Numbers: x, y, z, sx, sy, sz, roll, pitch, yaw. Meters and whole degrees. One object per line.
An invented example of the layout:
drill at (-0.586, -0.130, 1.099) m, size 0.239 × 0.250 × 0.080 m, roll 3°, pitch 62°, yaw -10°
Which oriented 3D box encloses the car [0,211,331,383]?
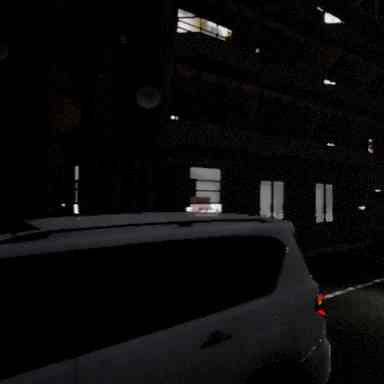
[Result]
car at (-1.262, 1.225, 2.478) m, size 5.566 × 2.045 × 2.150 m, roll 1°, pitch 0°, yaw -36°

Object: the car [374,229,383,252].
car at (8.741, 1.590, 12.765) m, size 4.313 × 1.339 × 1.947 m, roll 0°, pitch 1°, yaw -35°
